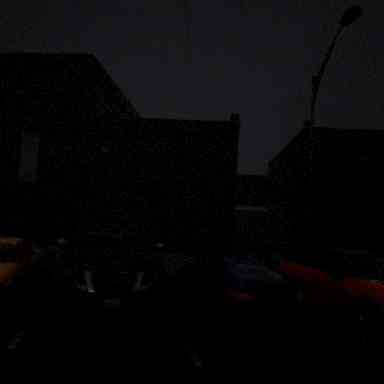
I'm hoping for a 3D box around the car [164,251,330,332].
[{"bbox_3d":[0.873,2.171,8.060,2.002,1.452,4.674,4,-5,-16],"label":"car"}]

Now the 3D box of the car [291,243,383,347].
[{"bbox_3d":[3.868,2.163,7.875,2.185,1.767,4.553,5,-5,-15],"label":"car"}]

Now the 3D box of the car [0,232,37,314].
[{"bbox_3d":[-5.047,1.810,8.357,1.946,1.575,5.366,5,-5,-15],"label":"car"}]

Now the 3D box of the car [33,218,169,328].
[{"bbox_3d":[-2.076,1.728,8.306,2.435,2.045,5.566,5,-5,-16],"label":"car"}]
